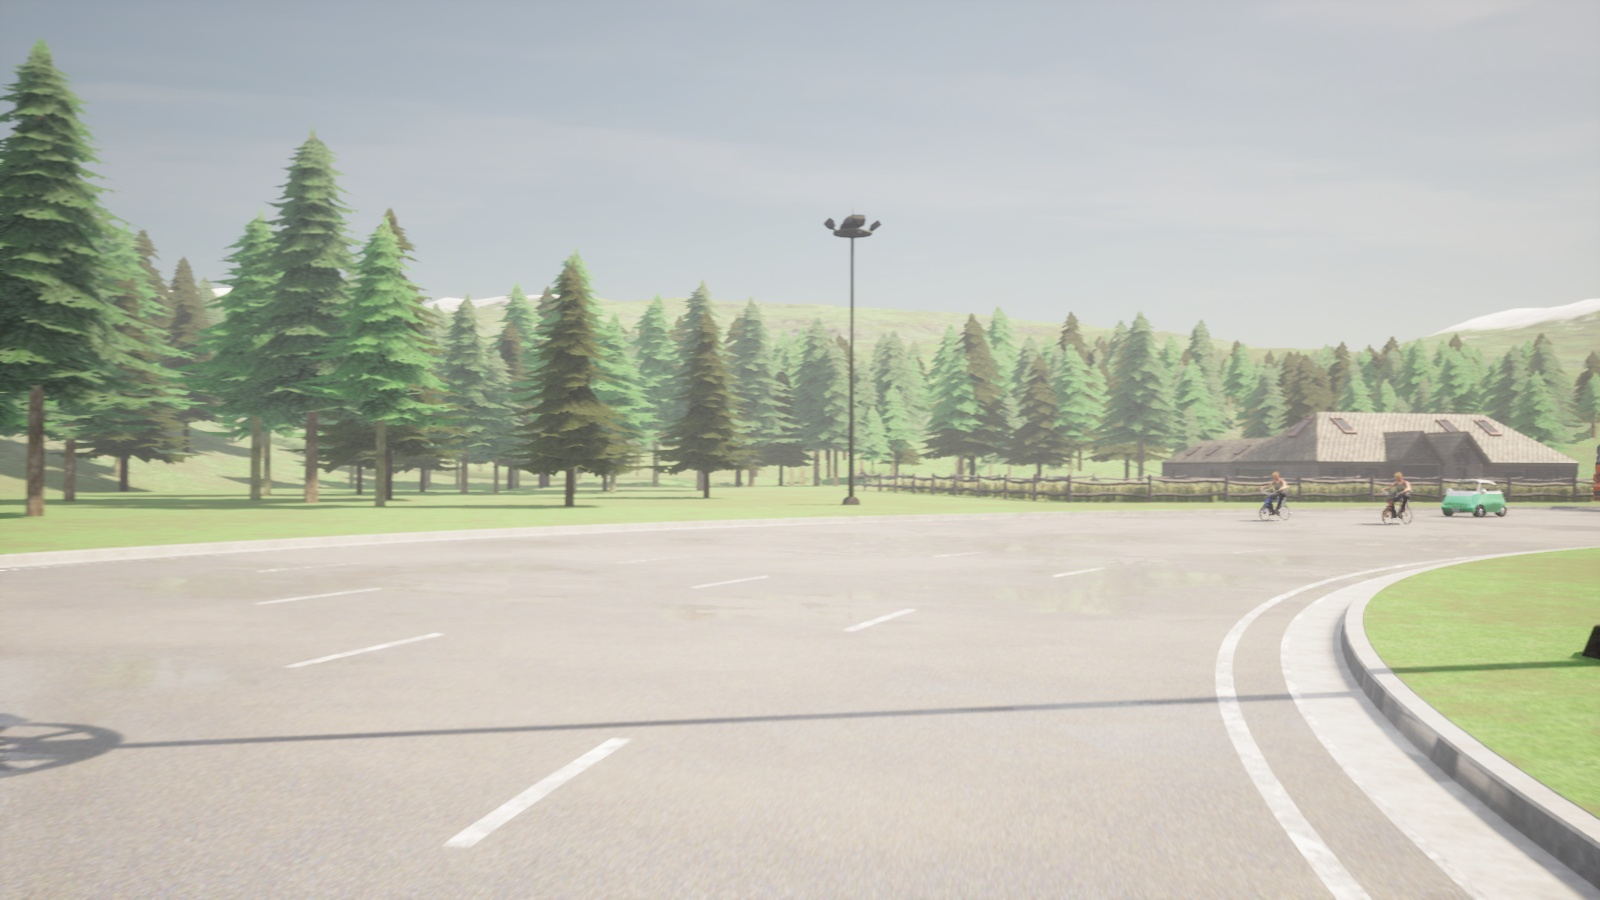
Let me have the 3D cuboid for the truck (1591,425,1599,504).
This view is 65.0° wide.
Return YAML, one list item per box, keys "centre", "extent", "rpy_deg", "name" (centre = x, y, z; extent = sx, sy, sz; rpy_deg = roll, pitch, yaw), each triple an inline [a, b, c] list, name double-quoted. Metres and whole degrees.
- centre: [39.121, 0.615, 55.079]
  extent: [7.936, 3.462, 2.891]
  rpy_deg: [0, -1, -16]
  name: "truck"

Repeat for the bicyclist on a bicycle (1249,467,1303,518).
- centre: [15.358, 1.363, 40.525]
  extent: [1.509, 1.612, 0.866]
  rpy_deg: [0, -1, -32]
  name: "bicyclist on a bicycle"

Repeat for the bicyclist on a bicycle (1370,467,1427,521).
- centre: [18.187, 1.318, 38.167]
  extent: [1.509, 1.612, 0.866]
  rpy_deg: [0, -1, -31]
  name: "bicyclist on a bicycle"

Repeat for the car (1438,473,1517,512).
- centre: [24.621, 1.539, 45.650]
  extent: [2.207, 1.376, 1.481]
  rpy_deg: [1, -1, -26]
  name: "car"
